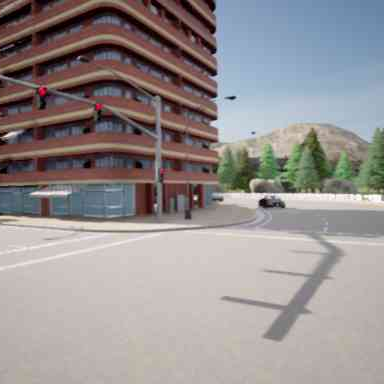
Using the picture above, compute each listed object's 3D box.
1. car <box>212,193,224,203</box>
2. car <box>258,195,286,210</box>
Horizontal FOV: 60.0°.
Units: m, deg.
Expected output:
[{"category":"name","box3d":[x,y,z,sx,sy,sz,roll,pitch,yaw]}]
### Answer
[{"category":"car","box3d":[3.073,0.902,51.435,1.812,1.442,4.674,-1,1,-31]},{"category":"car","box3d":[8.218,1.042,34.526,1.994,1.385,4.181,-1,0,-4]}]
